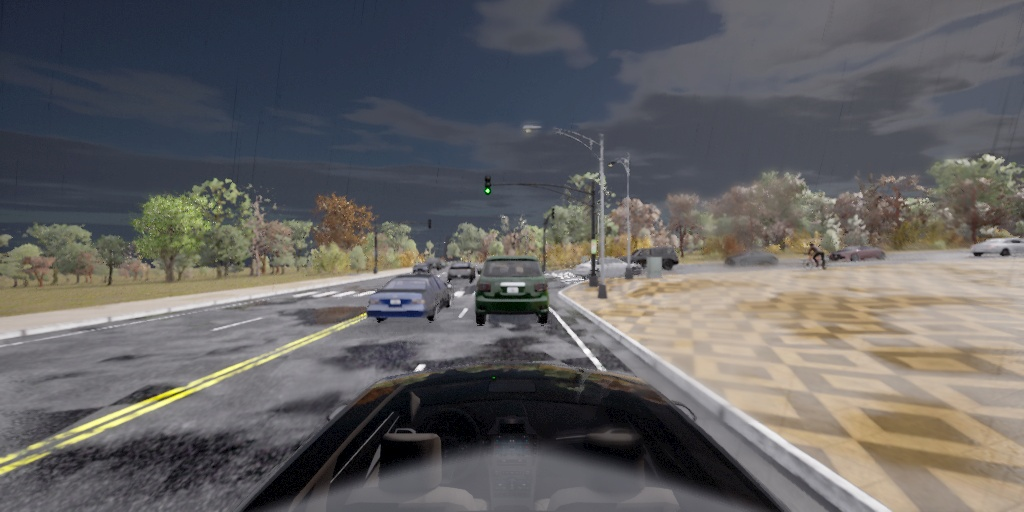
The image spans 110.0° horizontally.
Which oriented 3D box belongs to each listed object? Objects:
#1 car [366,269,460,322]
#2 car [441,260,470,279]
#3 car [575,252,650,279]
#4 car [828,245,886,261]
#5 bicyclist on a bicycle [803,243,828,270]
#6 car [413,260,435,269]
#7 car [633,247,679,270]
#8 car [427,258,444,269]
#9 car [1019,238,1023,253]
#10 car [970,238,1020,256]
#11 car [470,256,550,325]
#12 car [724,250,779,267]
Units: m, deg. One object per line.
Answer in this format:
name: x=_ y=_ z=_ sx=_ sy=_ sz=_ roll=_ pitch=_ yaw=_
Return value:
car: x=-3.290 y=1.339 z=12.522 sx=2.033 sy=1.411 sz=5.357 roll=0 pitch=0 yaw=-1
car: x=-3.778 y=1.200 z=27.496 sx=2.128 sy=1.511 sz=4.902 roll=-1 pitch=0 yaw=-2
car: x=6.632 y=0.813 z=24.687 sx=4.674 sy=1.442 sz=1.812 roll=-3 pitch=-2 yaw=-10
car: x=31.468 y=-0.254 z=32.782 sx=4.181 sy=1.385 sz=1.994 roll=-3 pitch=0 yaw=-4
bicyclist on a bicycle: x=17.901 y=0.049 z=21.209 sx=0.582 sy=1.620 sz=1.656 roll=-2 pitch=-1 yaw=-2
car: x=-11.560 y=1.528 z=46.405 sx=1.994 sy=1.385 sz=4.181 roll=0 pitch=0 yaw=-4
car: x=11.891 y=0.295 z=31.928 sx=5.566 sy=2.045 sz=2.150 roll=-3 pitch=0 yaw=-2
car: x=-12.320 y=1.251 z=56.248 sx=2.150 sy=2.045 sz=5.566 roll=0 pitch=0 yaw=-5
car: x=41.853 y=-0.824 z=26.857 sx=5.008 sy=1.535 sz=1.882 roll=-3 pitch=0 yaw=-4
car: x=41.252 y=-0.741 z=30.068 sx=4.674 sy=1.442 sz=1.812 roll=-3 pitch=0 yaw=-5
car: x=-0.034 y=1.012 z=12.245 sx=2.150 sy=2.045 sz=5.566 roll=0 pitch=0 yaw=-1
car: x=21.466 y=0.200 z=32.256 sx=4.181 sy=1.385 sz=1.994 roll=-3 pitch=0 yaw=-2
